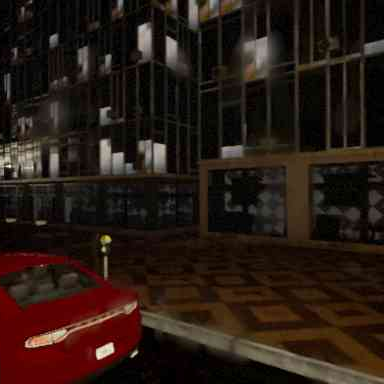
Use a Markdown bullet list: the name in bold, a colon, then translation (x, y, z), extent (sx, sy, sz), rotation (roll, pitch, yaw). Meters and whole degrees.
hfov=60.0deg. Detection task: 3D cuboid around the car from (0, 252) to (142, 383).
- **car**: translation (-2.741, 1.560, 4.838), extent (4.507, 1.381, 1.887), rotation (0, 0, 36)
